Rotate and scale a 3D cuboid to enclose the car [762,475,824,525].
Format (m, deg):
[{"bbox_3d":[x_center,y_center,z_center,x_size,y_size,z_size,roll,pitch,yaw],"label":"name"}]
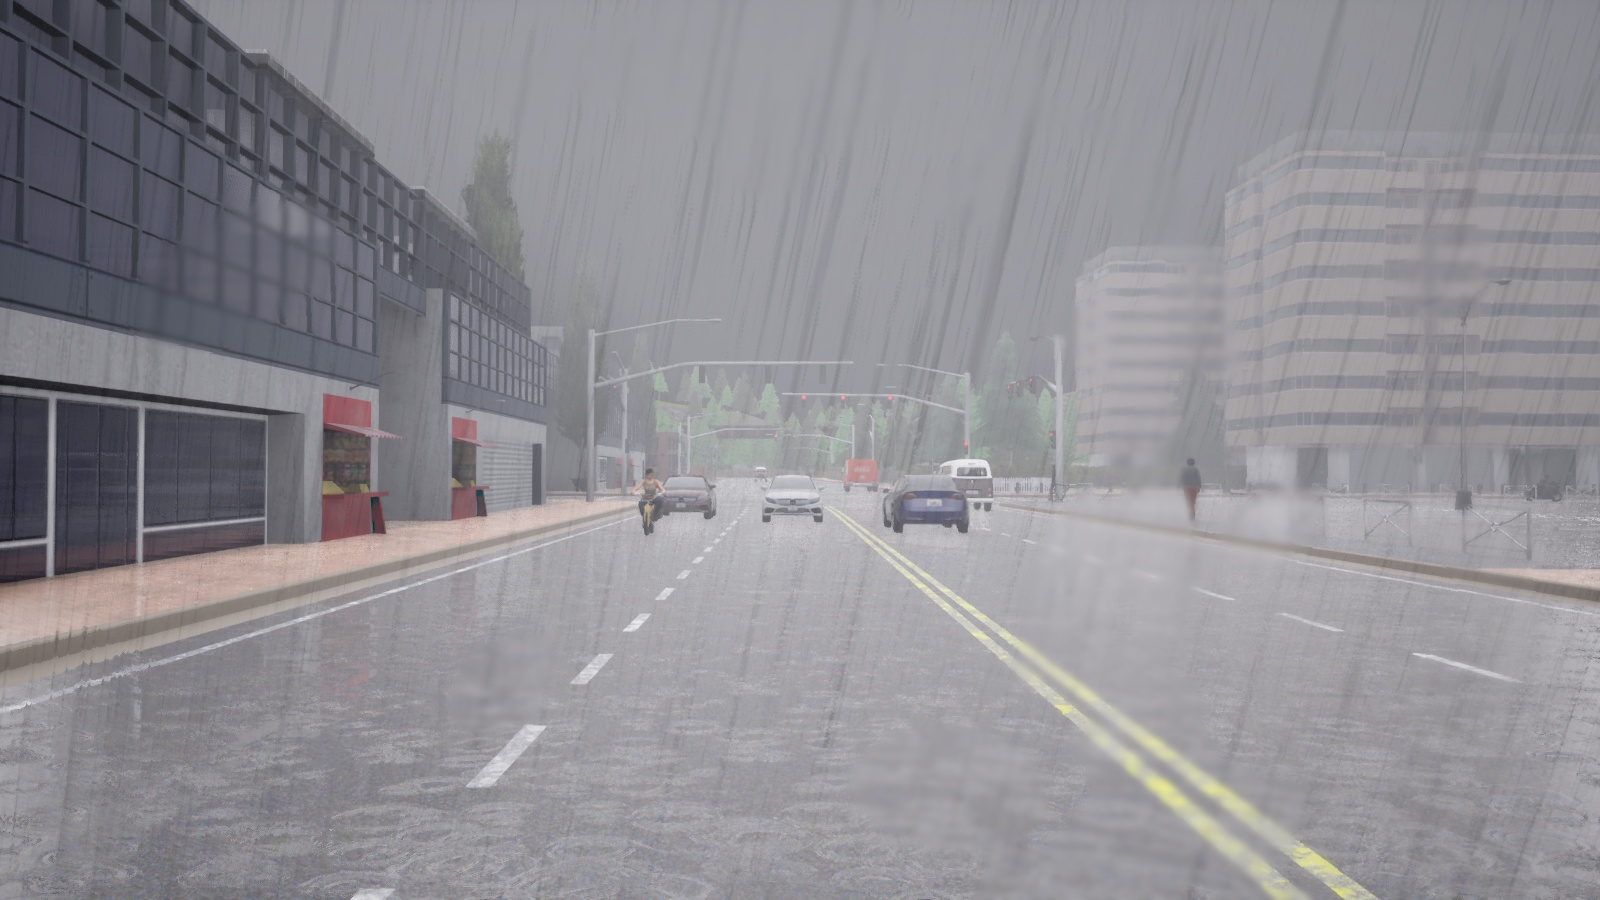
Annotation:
[{"bbox_3d":[-0.227,1.497,39.135,1.812,1.442,4.674,0,-1,-1],"label":"car"}]

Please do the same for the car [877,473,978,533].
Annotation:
[{"bbox_3d":[3.337,1.367,33.764,2.163,1.488,4.792,0,-1,-1],"label":"car"}]

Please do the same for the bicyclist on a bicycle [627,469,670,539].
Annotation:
[{"bbox_3d":[-3.613,1.269,30.061,0.866,1.612,1.509,0,-1,0],"label":"bicyclist on a bicycle"}]

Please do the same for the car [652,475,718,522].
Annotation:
[{"bbox_3d":[-3.759,1.553,41.642,1.812,1.442,4.674,0,-1,-1],"label":"car"}]

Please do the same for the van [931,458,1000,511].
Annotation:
[{"bbox_3d":[6.588,1.355,50.375,2.069,2.038,4.480,0,-1,-1],"label":"van"}]

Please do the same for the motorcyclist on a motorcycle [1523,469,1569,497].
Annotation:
[{"bbox_3d":[40.886,1.786,68.804,2.044,1.523,0.797,0,-1,-2],"label":"motorcyclist on a motorcycle"}]

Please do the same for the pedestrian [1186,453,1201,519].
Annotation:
[{"bbox_3d":[11.158,1.025,35.606,0.353,1.847,0.614,0,-1,14],"label":"pedestrian"}]

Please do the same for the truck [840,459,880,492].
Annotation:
[{"bbox_3d":[4.623,1.937,97.197,2.627,2.467,5.204,0,-1,-2],"label":"truck"}]
